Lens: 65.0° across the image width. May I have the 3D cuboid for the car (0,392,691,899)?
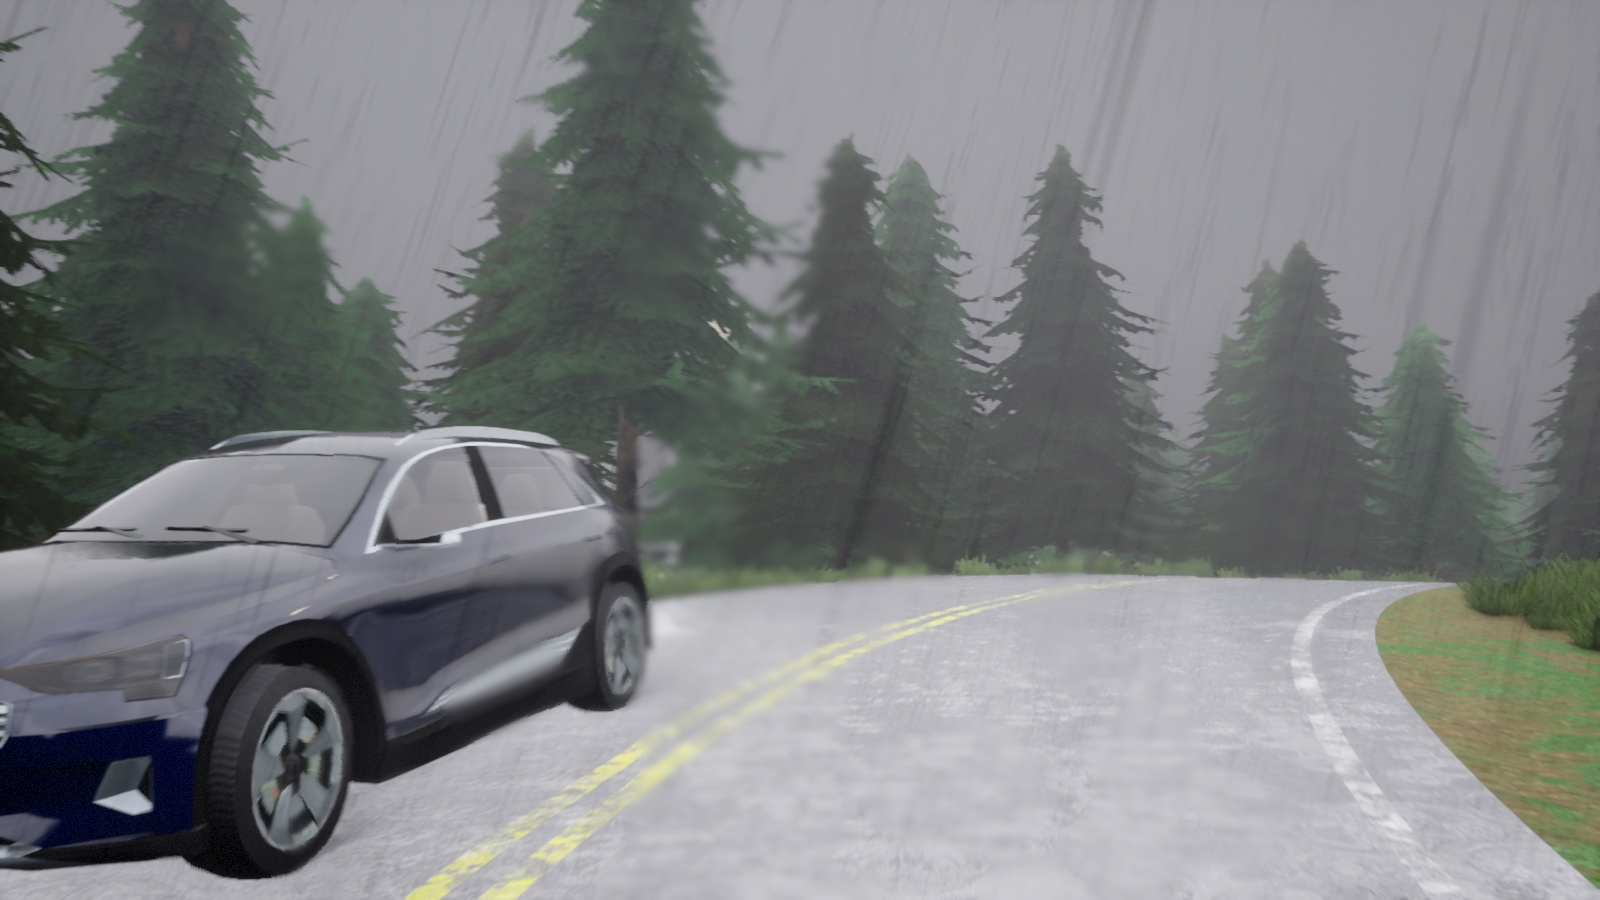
[{"bbox_3d":[-2.322,0.684,5.994,2.033,1.649,4.856,-1,0,15],"label":"car"}]
